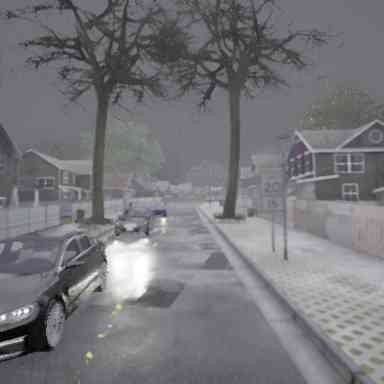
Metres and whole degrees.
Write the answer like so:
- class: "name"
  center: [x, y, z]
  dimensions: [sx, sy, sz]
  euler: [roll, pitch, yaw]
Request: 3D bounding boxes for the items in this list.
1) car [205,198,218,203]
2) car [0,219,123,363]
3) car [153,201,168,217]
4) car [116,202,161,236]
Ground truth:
- class: "car"
  center: [5.265, 2.339, 94.462]
  dimensions: [1.895, 1.301, 4.718]
  euler: [-2, -2, 17]
- class: "car"
  center: [-2.940, 1.568, 6.360]
  dimensions: [2.128, 1.511, 4.902]
  euler: [-1, 0, -1]
- class: "car"
  center: [-3.441, 1.661, 33.513]
  dimensions: [1.882, 1.535, 5.008]
  euler: [-1, 0, -1]
- class: "car"
  center: [-3.198, 1.613, 19.305]
  dimensions: [2.128, 1.511, 4.902]
  euler: [-1, 0, -1]
